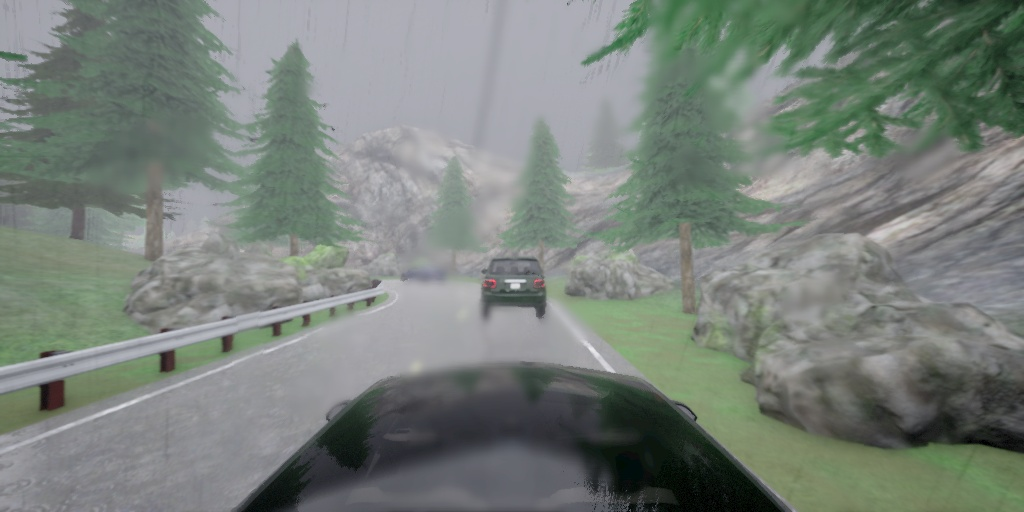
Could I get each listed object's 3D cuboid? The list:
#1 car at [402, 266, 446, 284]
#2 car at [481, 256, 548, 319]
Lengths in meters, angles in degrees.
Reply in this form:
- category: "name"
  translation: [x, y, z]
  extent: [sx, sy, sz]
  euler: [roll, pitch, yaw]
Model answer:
- category: "car"
  translation: [-7.361, 1.509, 29.940]
  extent: [4.674, 1.442, 1.812]
  euler: [0, -1, 42]
- category: "car"
  translation: [0.022, 1.064, 13.561]
  extent: [2.150, 2.045, 5.566]
  euler: [0, -1, -2]
